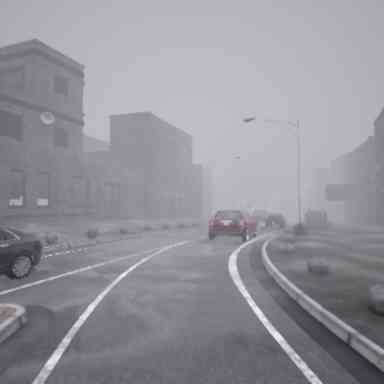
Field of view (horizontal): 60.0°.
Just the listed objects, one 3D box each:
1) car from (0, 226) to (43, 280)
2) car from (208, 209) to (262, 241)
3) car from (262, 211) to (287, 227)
[{"bbox_3d":[-5.888,1.581,7.906,1.837,1.490,4.892,-1,-1,22],"label":"car"},{"bbox_3d":[2.517,1.800,19.450,2.097,1.767,4.553,-1,-3,20],"label":"car"},{"bbox_3d":[9.295,3.099,36.889,1.837,1.490,4.892,-1,-4,20],"label":"car"}]
